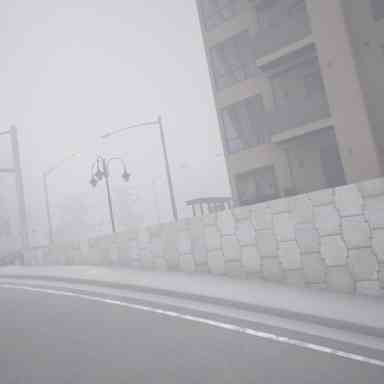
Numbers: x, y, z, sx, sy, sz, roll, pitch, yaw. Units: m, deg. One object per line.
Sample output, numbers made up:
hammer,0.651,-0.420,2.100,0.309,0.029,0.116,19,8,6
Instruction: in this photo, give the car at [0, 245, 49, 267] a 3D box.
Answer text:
car,-14.649,5.691,29.932,1.837,1.490,4.892,-15,-8,35
